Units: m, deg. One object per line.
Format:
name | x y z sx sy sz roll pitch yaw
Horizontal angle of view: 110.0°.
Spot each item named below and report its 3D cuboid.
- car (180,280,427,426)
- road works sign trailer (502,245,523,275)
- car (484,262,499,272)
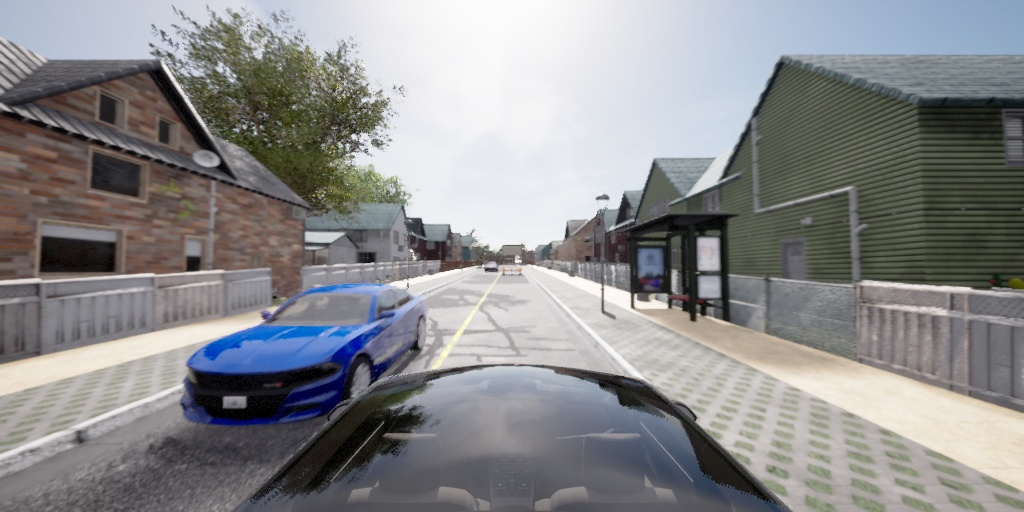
car | -2.848 1.235 6.179 1.882 1.535 5.008 0 0 0
road works sign trailer | -0.002 0.372 42.753 2.380 3.560 2.880 0 0 1
car | -2.813 1.506 49.842 2.033 1.411 5.357 0 0 0
